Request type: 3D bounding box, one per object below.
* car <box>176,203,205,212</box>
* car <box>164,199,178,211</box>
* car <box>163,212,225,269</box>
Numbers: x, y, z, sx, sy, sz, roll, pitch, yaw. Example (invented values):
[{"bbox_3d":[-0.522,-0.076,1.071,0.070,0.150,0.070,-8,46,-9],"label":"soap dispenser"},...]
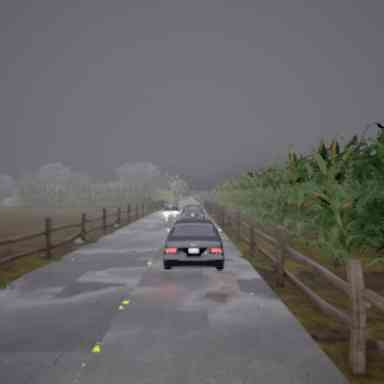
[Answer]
[{"bbox_3d":[0.064,1.715,26.363,2.033,1.411,5.357,0,0,0],"label":"car"},{"bbox_3d":[-2.841,1.791,46.116,2.128,1.511,4.902,0,-1,0],"label":"car"},{"bbox_3d":[0.065,1.619,11.344,2.033,1.411,5.357,0,0,0],"label":"car"}]
